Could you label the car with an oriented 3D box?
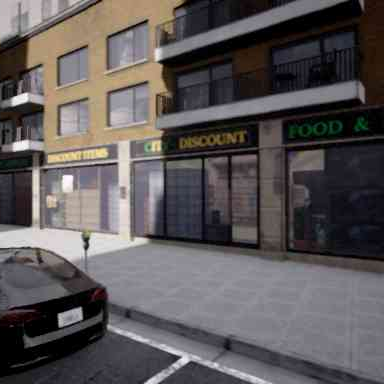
[{"bbox_3d":[-3.162,1.536,5.231,4.313,1.339,1.947,0,-1,36],"label":"car"}]
